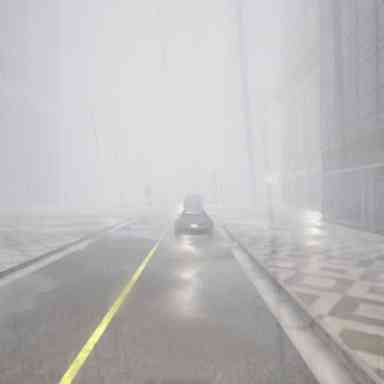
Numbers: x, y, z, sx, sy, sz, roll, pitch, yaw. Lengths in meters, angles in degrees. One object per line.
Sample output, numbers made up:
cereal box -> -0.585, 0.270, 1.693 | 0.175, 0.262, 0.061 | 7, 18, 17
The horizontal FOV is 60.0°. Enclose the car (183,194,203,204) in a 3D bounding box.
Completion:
car -> 0.115, 1.222, 37.842 | 2.150, 2.045, 5.566 | 0, 0, 0

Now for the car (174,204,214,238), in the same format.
car -> 0.107, 1.567, 17.803 | 1.994, 1.385, 4.181 | 0, 0, 0
